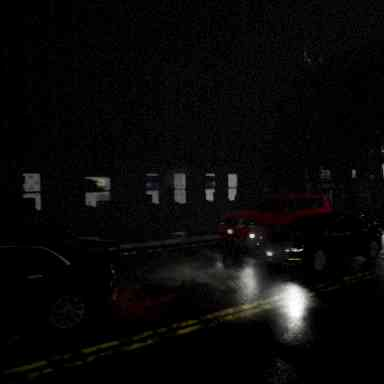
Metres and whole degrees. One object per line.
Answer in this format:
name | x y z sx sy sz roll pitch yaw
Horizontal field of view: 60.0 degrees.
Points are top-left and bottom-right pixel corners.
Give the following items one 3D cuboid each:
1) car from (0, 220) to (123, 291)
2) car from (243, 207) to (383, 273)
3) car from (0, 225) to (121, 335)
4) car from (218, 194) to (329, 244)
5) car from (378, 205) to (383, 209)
car | -4.383 1.572 8.545 4.718 1.301 1.895 0 0 -35
car | 4.112 1.424 10.469 4.892 1.490 1.837 0 0 -35
car | -3.591 1.492 5.143 4.892 1.490 1.837 0 0 -35
car | 3.706 1.121 14.140 5.566 2.045 2.150 0 0 -35
car | 12.094 1.426 19.931 4.718 1.301 1.895 -1 0 -35
